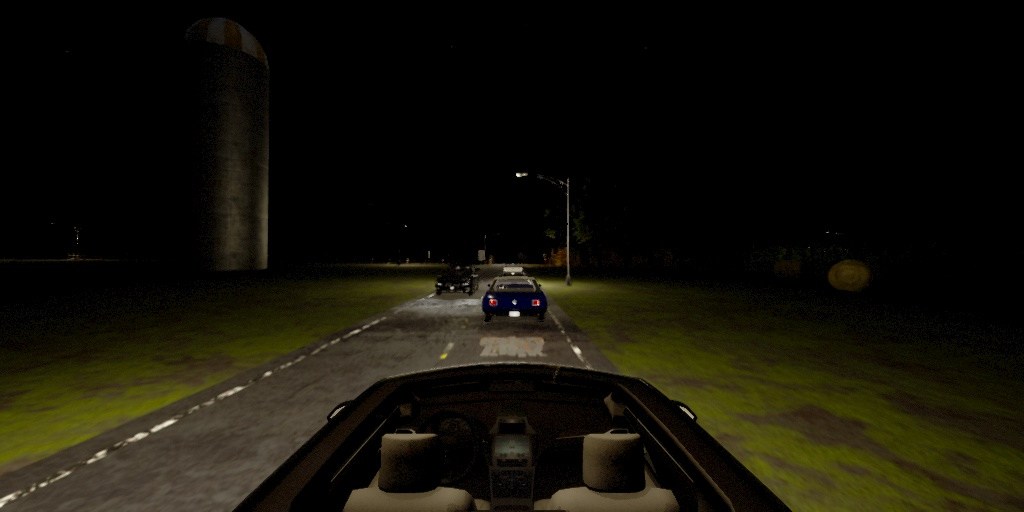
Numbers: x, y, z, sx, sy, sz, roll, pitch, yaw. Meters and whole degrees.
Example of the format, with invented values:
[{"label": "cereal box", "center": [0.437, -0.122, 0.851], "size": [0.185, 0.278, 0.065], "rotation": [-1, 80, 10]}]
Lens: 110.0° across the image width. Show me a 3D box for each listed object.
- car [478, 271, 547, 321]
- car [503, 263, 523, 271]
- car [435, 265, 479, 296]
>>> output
[{"label": "car", "center": [0.084, 1.358, 12.418], "size": [1.895, 1.301, 4.718], "rotation": [0, 0, 0]}, {"label": "car", "center": [0.088, 1.380, 36.194], "size": [1.895, 1.301, 4.718], "rotation": [0, 0, 0]}, {"label": "car", "center": [-2.852, 1.268, 19.425], "size": [1.837, 1.490, 4.892], "rotation": [0, 0, 0]}]
